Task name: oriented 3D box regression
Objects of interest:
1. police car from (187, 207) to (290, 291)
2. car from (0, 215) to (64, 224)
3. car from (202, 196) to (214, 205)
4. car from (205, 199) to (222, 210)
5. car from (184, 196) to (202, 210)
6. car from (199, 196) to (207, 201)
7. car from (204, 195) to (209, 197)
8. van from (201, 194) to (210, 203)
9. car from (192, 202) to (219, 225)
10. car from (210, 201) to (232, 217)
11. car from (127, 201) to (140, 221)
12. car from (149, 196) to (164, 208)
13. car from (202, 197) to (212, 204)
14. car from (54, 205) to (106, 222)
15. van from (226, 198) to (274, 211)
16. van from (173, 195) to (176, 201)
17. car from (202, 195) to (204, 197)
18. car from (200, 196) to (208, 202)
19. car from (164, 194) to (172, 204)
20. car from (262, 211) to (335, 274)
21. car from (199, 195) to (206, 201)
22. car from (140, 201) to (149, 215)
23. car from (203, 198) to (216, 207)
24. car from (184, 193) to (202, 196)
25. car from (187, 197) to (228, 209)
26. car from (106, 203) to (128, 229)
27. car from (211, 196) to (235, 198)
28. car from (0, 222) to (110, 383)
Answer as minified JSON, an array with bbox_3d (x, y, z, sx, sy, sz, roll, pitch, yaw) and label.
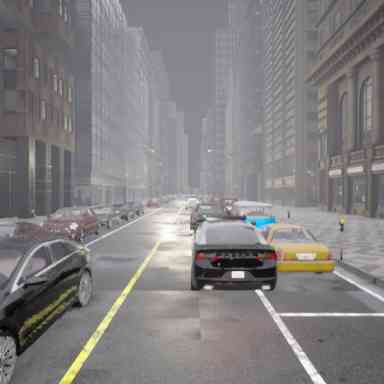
[{"bbox_3d":[0.914,1.435,9.172,1.930,1.638,5.238,0,0,0],"label":"police car"},{"bbox_3d":[-5.750,1.592,10.219,1.802,1.307,4.206,0,0,0],"label":"car"},{"bbox_3d":[2.858,1.526,60.634,1.967,1.590,4.097,0,0,0],"label":"car"},{"bbox_3d":[2.831,1.623,43.829,1.947,1.339,4.313,0,0,0],"label":"car"},{"bbox_3d":[0.093,1.583,43.679,1.812,1.442,4.674,0,0,1],"label":"car"},{"bbox_3d":[2.904,1.678,88.643,1.887,1.381,4.507,0,0,0],"label":"car"},{"bbox_3d":[2.820,1.363,38.227,2.192,1.841,5.009,0,0,0],"label":"car"},{"bbox_3d":[2.876,1.446,71.837,1.690,1.788,3.998,0,0,0],"label":"van"},{"bbox_3d":[0.940,1.555,25.062,1.812,1.442,4.674,0,0,0],"label":"car"},{"bbox_3d":[2.812,1.621,32.626,1.802,1.307,4.206,0,0,0],"label":"car"},{"bbox_3d":[-5.722,1.597,27.025,1.947,1.339,4.313,0,0,0],"label":"car"},{"bbox_3d":[-5.686,1.611,49.433,1.887,1.381,4.507,0,0,0],"label":"car"},{"bbox_3d":[2.867,1.677,66.236,1.802,1.307,4.206,0,0,0],"label":"car"},{"bbox_3d":[-5.741,1.457,15.820,1.967,1.590,4.097,0,0,0],"label":"car"},{"bbox_3d":[2.784,1.358,15.821,1.690,1.788,3.998,0,0,0],"label":"van"},{"bbox_3d":[-5.631,1.465,83.046,1.690,1.788,3.998,0,0,0],"label":"van"},{"bbox_3d":[2.839,1.507,49.431,1.967,1.590,4.097,0,0,0],"label":"car"},{"bbox_3d":[2.895,1.669,83.040,1.887,1.381,4.507,0,0,0],"label":"car"},{"bbox_3d":[-5.658,1.535,66.240,1.967,1.590,4.097,0,0,0],"label":"car"},{"bbox_3d":[2.776,1.536,10.389,1.752,1.417,4.829,0,0,0],"label":"car"},{"bbox_3d":[2.913,1.584,94.245,1.967,1.590,4.097,0,0,0],"label":"car"},{"bbox_3d":[-5.713,1.605,32.626,1.947,1.339,4.313,0,0,0],"label":"car"},{"bbox_3d":[2.849,1.642,55.032,1.947,1.339,4.313,0,0,0],"label":"car"},{"bbox_3d":[0.092,1.429,55.763,2.097,1.767,4.553,0,0,0],"label":"car"},{"bbox_3d":[0.929,1.372,19.032,2.097,1.767,4.553,0,0,0],"label":"car"},{"bbox_3d":[-5.731,1.574,21.423,2.008,1.369,4.403,0,0,0],"label":"car"},{"bbox_3d":[2.802,1.346,27.024,2.192,1.841,5.009,0,0,0],"label":"car"},{"bbox_3d":[-2.993,1.496,5.122,2.128,1.511,4.902,0,0,0],"label":"car"}]
